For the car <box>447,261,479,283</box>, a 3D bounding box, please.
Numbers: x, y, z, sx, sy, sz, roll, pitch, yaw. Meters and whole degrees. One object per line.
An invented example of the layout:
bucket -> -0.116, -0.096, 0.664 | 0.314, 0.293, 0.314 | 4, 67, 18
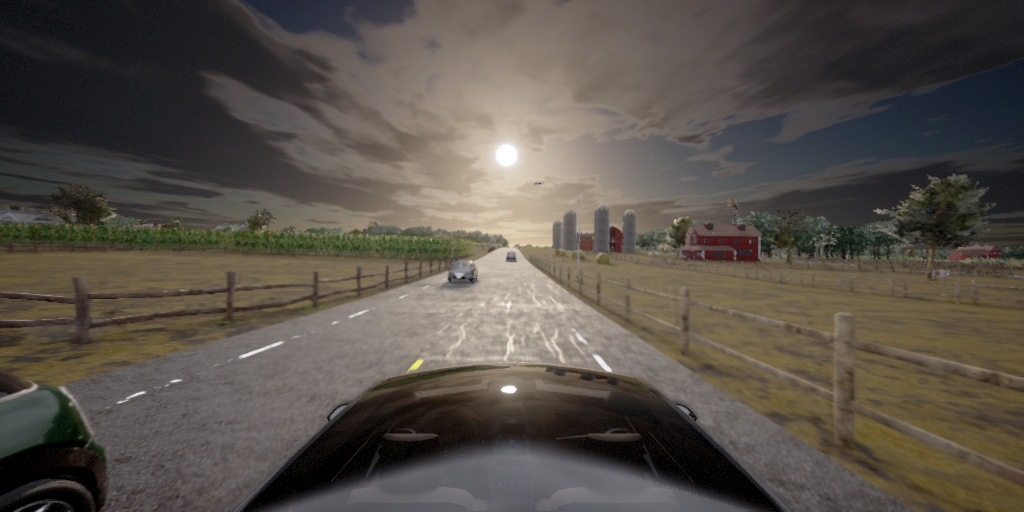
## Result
car -> -3.587, 1.118, 26.867 | 2.128, 1.511, 4.902 | 1, 1, 0

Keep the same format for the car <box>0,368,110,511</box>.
car -> -3.579, 1.038, 0.246 | 2.097, 1.767, 4.553 | 1, 0, 0
